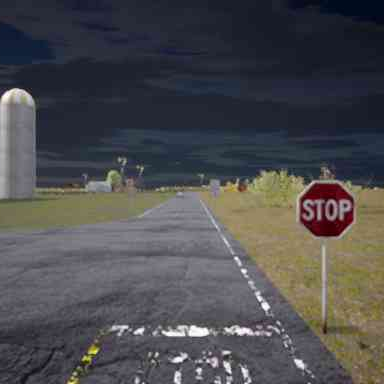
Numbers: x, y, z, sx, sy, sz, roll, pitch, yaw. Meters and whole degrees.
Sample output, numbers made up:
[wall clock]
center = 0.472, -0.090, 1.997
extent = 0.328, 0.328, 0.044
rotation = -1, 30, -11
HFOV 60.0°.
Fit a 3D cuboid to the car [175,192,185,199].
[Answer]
[car]
center = -2.553, 0.637, 70.441
extent = 1.812, 1.442, 4.674
rotation = 0, 1, 0
